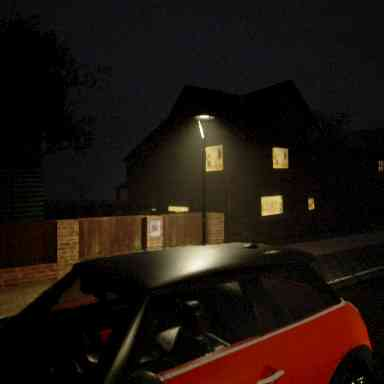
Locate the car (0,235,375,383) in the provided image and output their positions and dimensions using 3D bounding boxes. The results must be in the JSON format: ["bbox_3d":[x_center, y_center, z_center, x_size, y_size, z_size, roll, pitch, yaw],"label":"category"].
[{"bbox_3d":[-0.477,1.351,2.786,4.553,1.767,2.097,0,0,-36],"label":"car"}]
